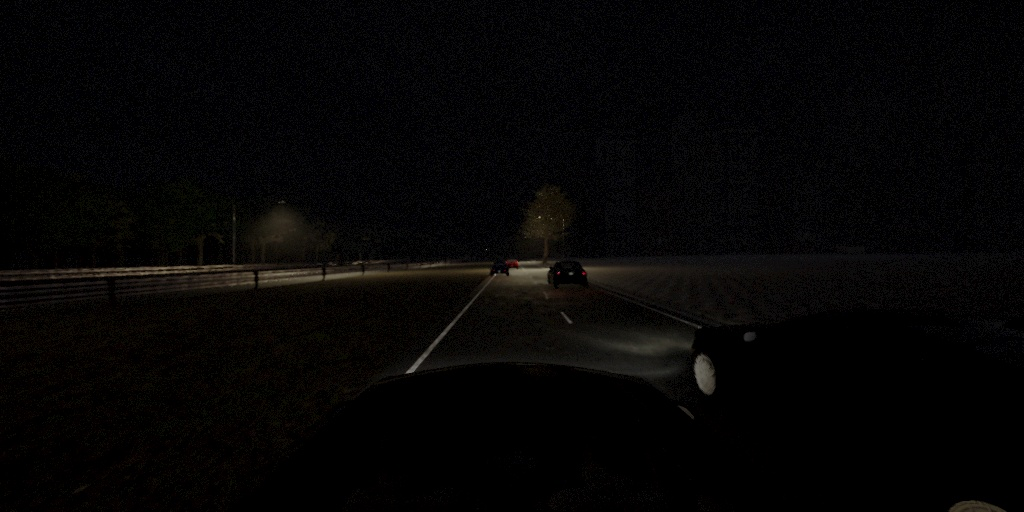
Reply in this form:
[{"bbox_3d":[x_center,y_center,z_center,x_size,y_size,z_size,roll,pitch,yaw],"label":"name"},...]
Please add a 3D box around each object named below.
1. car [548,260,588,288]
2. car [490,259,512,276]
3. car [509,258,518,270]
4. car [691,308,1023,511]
[{"bbox_3d":[3.601,1.090,23.920,2.097,1.767,4.553,0,0,0],"label":"car"},{"bbox_3d":[-1.225,1.270,36.410,1.812,1.442,4.674,0,0,0],"label":"car"},{"bbox_3d":[0.003,1.252,54.680,1.882,1.535,5.008,0,0,0],"label":"car"},{"bbox_3d":[3.598,1.226,3.364,1.882,1.535,5.008,0,0,0],"label":"car"}]
